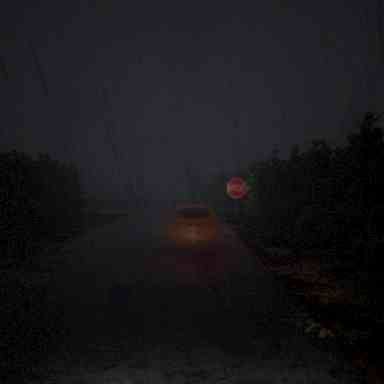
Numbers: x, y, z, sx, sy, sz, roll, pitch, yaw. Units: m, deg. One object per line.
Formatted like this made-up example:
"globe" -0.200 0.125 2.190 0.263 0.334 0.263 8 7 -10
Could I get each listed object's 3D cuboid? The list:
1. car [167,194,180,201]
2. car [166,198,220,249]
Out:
"car" -3.155 1.113 58.269 1.812 1.442 4.674 0 0 0
"car" 0.043 1.247 13.452 1.882 1.535 5.008 0 1 0
